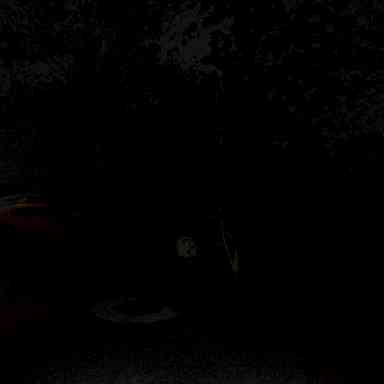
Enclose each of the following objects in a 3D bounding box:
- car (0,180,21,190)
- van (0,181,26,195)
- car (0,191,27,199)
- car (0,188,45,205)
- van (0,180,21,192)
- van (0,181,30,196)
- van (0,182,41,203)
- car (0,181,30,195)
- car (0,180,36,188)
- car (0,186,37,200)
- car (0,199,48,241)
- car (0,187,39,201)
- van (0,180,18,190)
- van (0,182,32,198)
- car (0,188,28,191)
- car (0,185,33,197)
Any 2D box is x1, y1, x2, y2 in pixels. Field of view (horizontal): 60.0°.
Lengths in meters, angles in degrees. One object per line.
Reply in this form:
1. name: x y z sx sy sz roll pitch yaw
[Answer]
1. car: -39.368 -1.472 70.126 5.566 2.045 2.435 1 1 -31
2. van: -26.720 -0.560 48.515 4.442 1.987 1.878 1 1 -31
3. car: -8.383 1.019 17.716 4.553 1.767 2.185 1 2 -31
4. car: -16.812 0.445 31.884 4.792 1.488 2.163 1 2 -31
5. van: -35.024 -1.150 63.048 4.442 1.987 1.878 1 1 -31
6. van: -25.113 -0.458 46.249 4.442 1.987 1.878 1 2 -31
7. van: -18.146 0.067 34.441 4.442 1.987 1.878 1 2 -31
8. car: -28.049 -0.682 50.943 5.566 2.045 2.435 1 1 -31
9. car: -15.347 0.287 29.521 5.566 2.045 2.435 1 2 -31
10. car: -20.978 0.099 39.059 4.792 1.488 2.163 1 2 -31
11. car: -7.013 1.265 15.316 5.008 1.535 2.097 1 2 -31
12. car: -19.638 0.204 36.788 4.792 1.488 2.163 1 2 -31
13. van: -40.650 -1.542 72.585 4.442 1.987 1.878 1 1 -31
14. van: -22.485 -0.262 41.352 4.442 1.987 1.878 1 2 -31
15. car: -12.729 0.776 24.653 5.366 1.575 1.946 1 2 -31
16. car: -23.809 -0.136 43.813 5.008 1.535 2.097 1 1 -31
